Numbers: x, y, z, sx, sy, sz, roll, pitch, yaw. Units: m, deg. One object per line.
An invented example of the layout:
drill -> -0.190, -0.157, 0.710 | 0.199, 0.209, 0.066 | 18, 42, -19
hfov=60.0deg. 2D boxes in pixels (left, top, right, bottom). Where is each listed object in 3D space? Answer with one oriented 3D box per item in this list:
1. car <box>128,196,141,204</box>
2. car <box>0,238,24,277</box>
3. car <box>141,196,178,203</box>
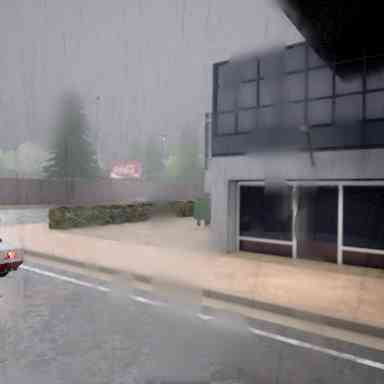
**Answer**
car -> -6.489, 1.158, 45.565 | 1.895, 1.301, 4.718 | 1, 1, 36
car -> -6.343, 1.461, 8.537 | 4.718, 1.301, 1.895 | 1, 1, 37
car -> -3.951, 1.207, 43.112 | 1.895, 1.301, 4.718 | 1, 1, 36
